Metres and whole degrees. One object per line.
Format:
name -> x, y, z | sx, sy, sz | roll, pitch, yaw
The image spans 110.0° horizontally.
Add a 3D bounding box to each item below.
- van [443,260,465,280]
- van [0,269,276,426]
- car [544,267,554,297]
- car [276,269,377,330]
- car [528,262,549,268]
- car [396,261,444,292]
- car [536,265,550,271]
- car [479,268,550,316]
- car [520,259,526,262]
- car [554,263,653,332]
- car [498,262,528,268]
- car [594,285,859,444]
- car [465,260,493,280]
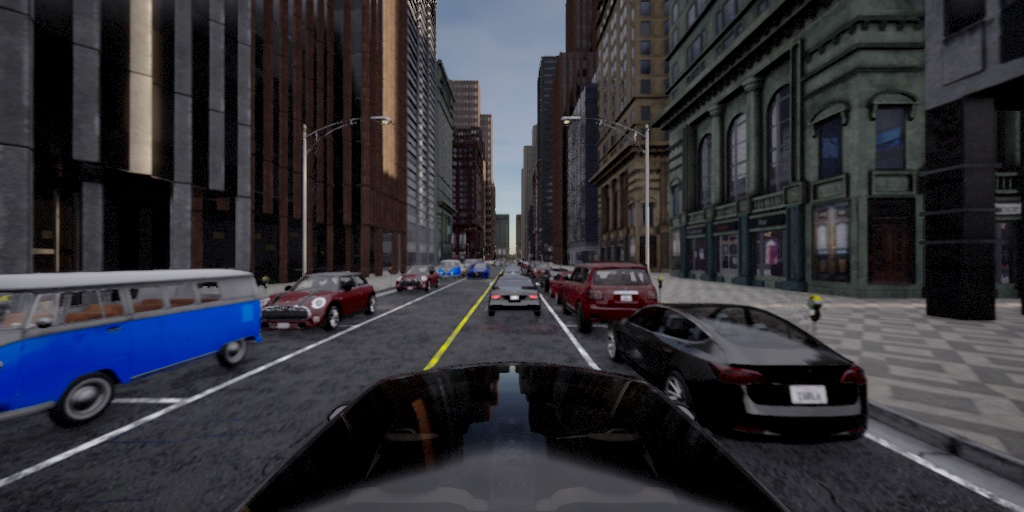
van -> -5.770, 1.267, 33.582 | 1.690, 1.789, 3.998 | 0, 0, 0
van -> -5.764, 1.111, 5.399 | 1.690, 1.789, 3.998 | 0, 0, 0
car -> 2.759, 1.377, 16.683 | 1.888, 1.381, 4.507 | 0, 0, 0
car -> -5.765, 1.241, 11.036 | 1.967, 1.591, 4.097 | 0, 0, 0
car -> 2.755, 1.365, 33.591 | 1.967, 1.591, 4.097 | 0, 0, 0
car -> -5.768, 1.303, 22.309 | 1.967, 1.591, 4.097 | 0, 0, 0
car -> 2.758, 1.429, 22.319 | 1.948, 1.339, 4.313 | 0, 0, 0
car -> 0.087, 1.364, 13.725 | 2.033, 1.411, 5.357 | 0, 0, 0
car -> 2.749, 1.673, 61.772 | 1.802, 1.307, 4.207 | 0, 0, 0
car -> 2.760, 1.116, 11.047 | 2.192, 1.841, 5.009 | 0, 0, 0
car -> 0.089, 1.459, 31.068 | 2.033, 1.411, 5.357 | 0, 0, 0
car -> 2.761, 1.336, 5.410 | 1.948, 1.339, 4.313 | 0, 0, 0
car -> -3.106, 1.408, 34.335 | 1.882, 1.535, 5.008 | 0, 0, 0
